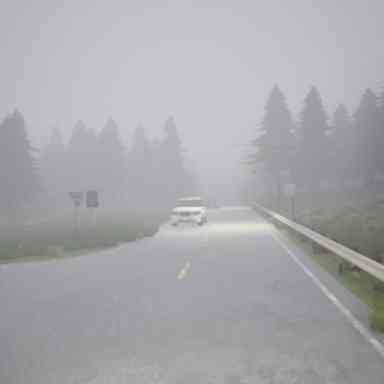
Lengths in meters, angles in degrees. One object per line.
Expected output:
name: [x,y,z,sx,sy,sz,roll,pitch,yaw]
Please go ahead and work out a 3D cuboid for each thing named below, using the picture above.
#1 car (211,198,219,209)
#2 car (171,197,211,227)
car: [3.028,1.702,49.657,2.128,1.511,4.902,-2,0,7]
car: [-0.125,1.428,24.825,2.150,2.045,5.566,-2,0,7]
